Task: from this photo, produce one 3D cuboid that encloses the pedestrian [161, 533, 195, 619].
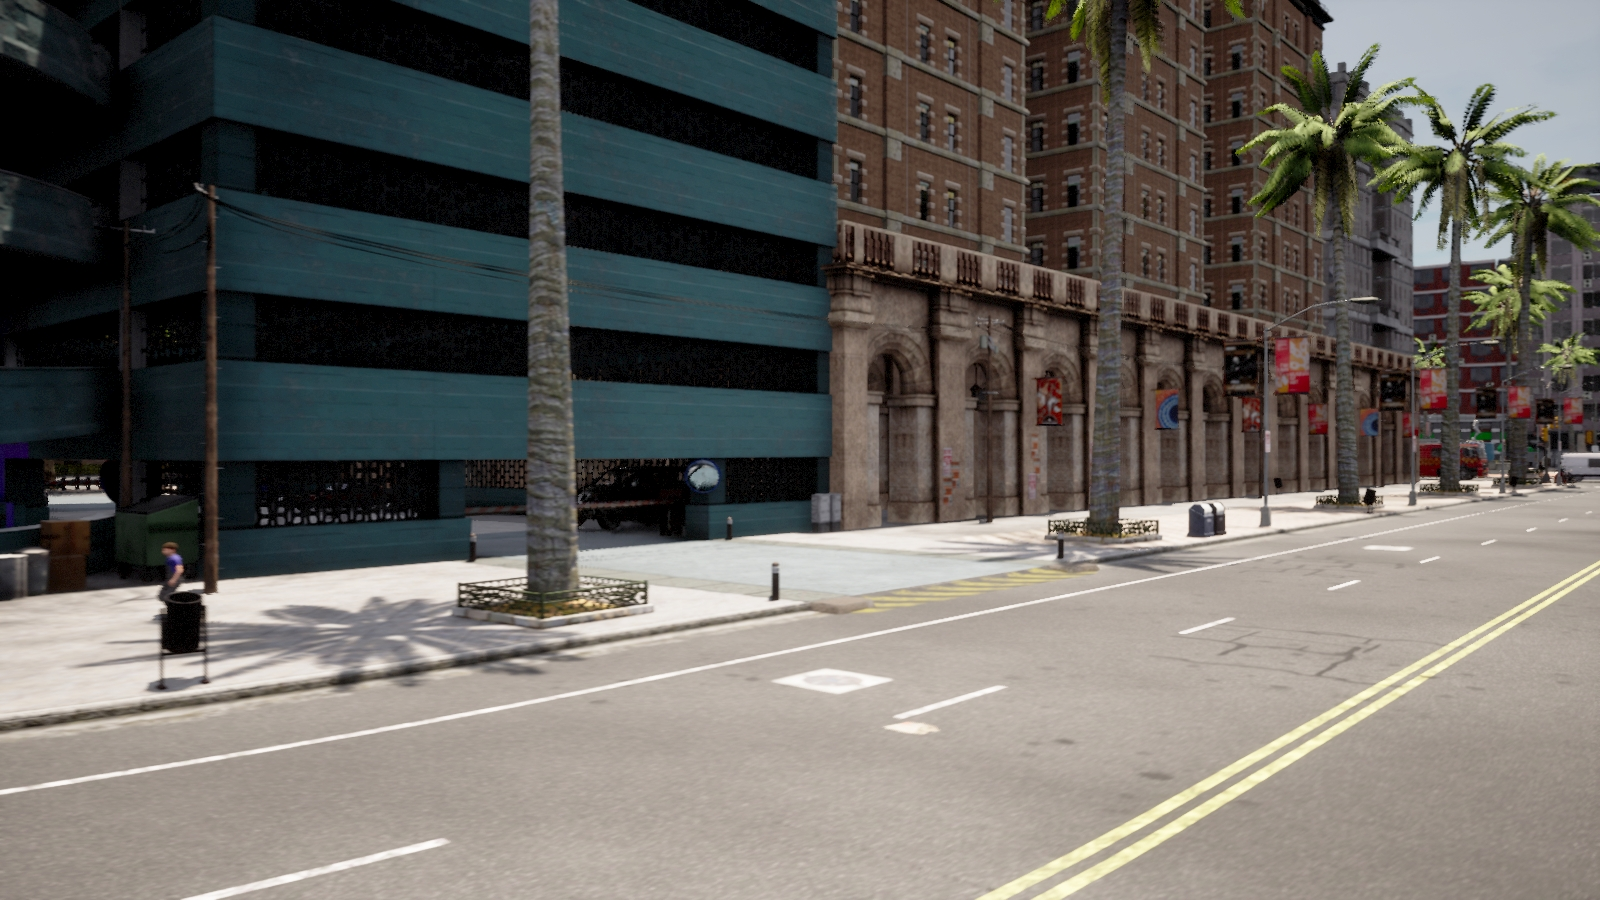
[{"bbox_3d":[-9.843,1.983,18.075,0.375,1.300,0.375,0,0,43],"label":"pedestrian"}]
